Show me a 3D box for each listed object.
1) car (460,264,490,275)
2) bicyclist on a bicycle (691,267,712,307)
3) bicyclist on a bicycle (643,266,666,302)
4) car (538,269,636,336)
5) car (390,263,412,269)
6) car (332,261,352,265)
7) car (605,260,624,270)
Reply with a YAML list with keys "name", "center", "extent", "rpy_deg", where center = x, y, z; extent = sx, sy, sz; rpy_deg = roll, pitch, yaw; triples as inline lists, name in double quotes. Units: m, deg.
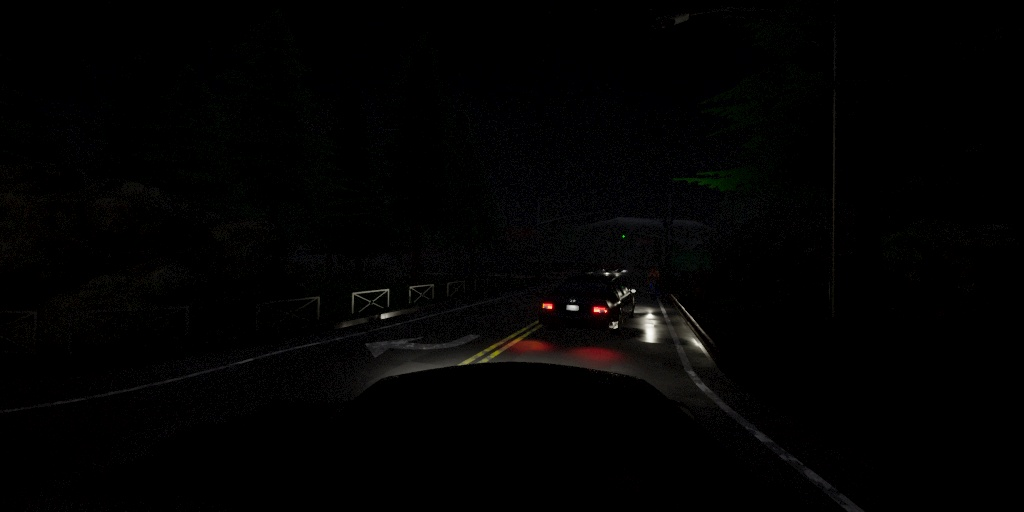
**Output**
- name: "car"
  center: [-4.936, 1.698, 44.866]
  extent: [4.181, 1.385, 1.994]
  rpy_deg: [1, -1, 20]
- name: "bicyclist on a bicycle"
  center: [8.018, 1.305, 15.106]
  extent: [1.656, 1.620, 0.582]
  rpy_deg: [1, -1, -34]
- name: "bicyclist on a bicycle"
  center: [6.586, 1.294, 16.503]
  extent: [1.656, 1.620, 0.582]
  rpy_deg: [1, -1, -31]
- name: "car"
  center: [2.400, 1.253, 10.336]
  extent: [2.033, 1.411, 5.357]
  rpy_deg: [1, -1, 25]
- name: "car"
  center: [-14.302, 1.586, 48.356]
  extent: [4.181, 1.385, 1.994]
  rpy_deg: [1, -1, 21]
- name: "car"
  center: [-24.035, 1.457, 52.282]
  extent: [5.357, 1.411, 2.033]
  rpy_deg: [1, -1, 24]
- name: "car"
  center: [16.921, 1.711, 59.822]
  extent: [2.150, 2.045, 5.566]
  rpy_deg: [1, -1, 20]
